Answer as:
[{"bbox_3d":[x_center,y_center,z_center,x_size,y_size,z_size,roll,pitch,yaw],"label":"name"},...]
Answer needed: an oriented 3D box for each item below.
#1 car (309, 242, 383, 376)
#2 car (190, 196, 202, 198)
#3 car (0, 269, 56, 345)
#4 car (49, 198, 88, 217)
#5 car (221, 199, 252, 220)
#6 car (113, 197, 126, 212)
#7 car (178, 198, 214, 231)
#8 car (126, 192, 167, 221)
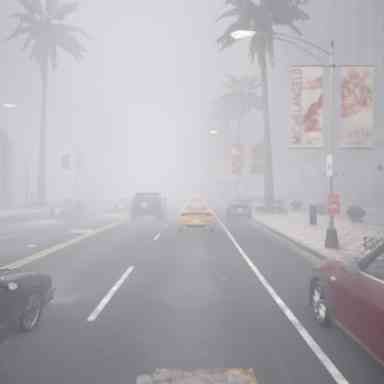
[{"bbox_3d":[3.100,1.322,4.036,2.185,1.767,4.553,0,0,0],"label":"car"},{"bbox_3d":[0.439,1.191,36.606,1.882,1.535,5.008,0,0,1],"label":"car"},{"bbox_3d":[-3.398,1.518,3.577,2.033,1.411,5.357,0,0,0],"label":"car"},{"bbox_3d":[-10.341,1.270,28.135,2.128,1.511,4.902,0,0,1],"label":"car"},{"bbox_3d":[3.413,1.309,25.966,2.161,1.482,4.786,0,0,0],"label":"car"},{"bbox_3d":[-6.746,1.225,34.137,2.128,1.511,4.902,0,0,1],"label":"car"},{"bbox_3d":[0.248,1.325,19.394,1.882,1.535,5.008,0,0,1],"label":"car"},{"bbox_3d":[-3.185,1.022,25.351,2.150,2.045,5.566,0,0,1],"label":"car"}]
